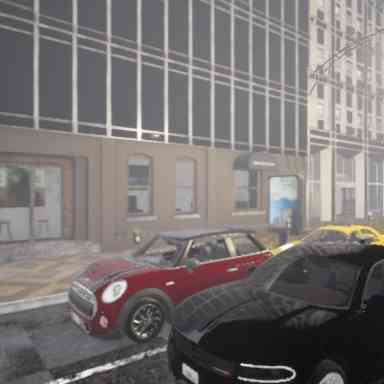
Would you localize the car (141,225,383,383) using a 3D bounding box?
[{"bbox_3d":[2.001,1.500,4.704,5.008,1.535,1.882,0,0,-36],"label":"car"}]

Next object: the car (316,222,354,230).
[{"bbox_3d":[4.224,1.569,9.647,4.829,1.417,1.752,0,0,-36],"label":"car"}]

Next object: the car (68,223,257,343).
[{"bbox_3d":[-0.209,1.470,6.431,4.097,1.590,1.967,0,0,-36],"label":"car"}]
